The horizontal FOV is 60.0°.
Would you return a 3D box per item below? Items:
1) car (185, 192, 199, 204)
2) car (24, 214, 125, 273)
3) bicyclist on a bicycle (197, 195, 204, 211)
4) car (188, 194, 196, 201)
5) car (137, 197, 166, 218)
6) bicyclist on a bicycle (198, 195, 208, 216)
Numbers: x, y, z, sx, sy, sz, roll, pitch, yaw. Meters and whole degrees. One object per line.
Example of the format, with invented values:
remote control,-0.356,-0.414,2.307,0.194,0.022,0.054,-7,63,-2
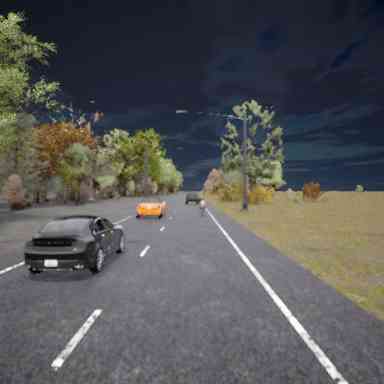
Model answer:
car,0.021,1.007,56.288,2.150,2.045,5.566,0,1,1
car,-3.405,1.463,10.454,1.837,1.490,4.892,0,0,0
bicyclist on a bicycle,0.958,1.223,37.775,0.659,1.776,1.843,0,0,0
car,-0.014,1.188,75.391,1.882,1.535,5.008,0,0,0
car,-3.406,1.240,28.629,2.097,1.767,4.553,0,0,0
bicyclist on a bicycle,0.935,1.324,28.833,0.866,1.612,1.509,0,0,0
